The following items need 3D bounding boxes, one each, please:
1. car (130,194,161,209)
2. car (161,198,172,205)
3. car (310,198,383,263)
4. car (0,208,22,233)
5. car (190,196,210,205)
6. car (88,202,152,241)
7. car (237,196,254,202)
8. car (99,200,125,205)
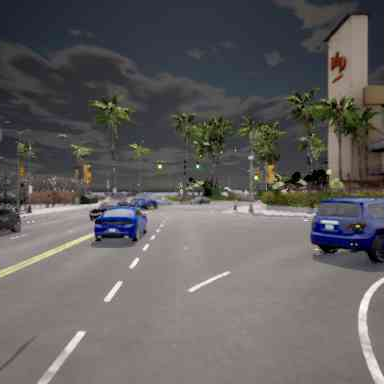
[{"bbox_3d":[-6.143,1.260,42.716,2.150,2.045,5.566,0,0,13],"label":"car"},{"bbox_3d":[-5.299,1.649,55.898,1.895,1.301,4.718,0,0,27],"label":"car"},{"bbox_3d":[6.816,1.233,12.134,5.566,2.045,2.150,0,-1,-29],"label":"car"},{"bbox_3d":[-10.595,1.540,17.173,1.812,1.442,4.674,0,0,0],"label":"car"},{"bbox_3d":[1.465,1.544,60.296,2.128,1.511,4.902,0,0,36],"label":"car"},{"bbox_3d":[-3.407,1.492,16.675,1.882,1.535,5.008,0,0,0],"label":"car"},{"bbox_3d":[12.028,1.616,74.775,4.181,1.385,1.994,0,0,-37],"label":"car"},{"bbox_3d":[-7.052,1.624,27.724,1.895,1.301,4.718,0,0,1],"label":"car"}]
